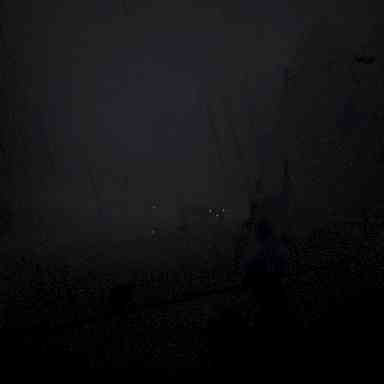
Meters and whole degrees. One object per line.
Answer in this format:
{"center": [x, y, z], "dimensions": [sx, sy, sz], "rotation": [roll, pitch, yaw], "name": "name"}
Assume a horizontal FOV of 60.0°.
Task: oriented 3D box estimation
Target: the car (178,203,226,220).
{"center": [0.800, 1.606, 28.870], "dimensions": [1.895, 1.301, 4.718], "rotation": [0, 0, -35], "name": "car"}

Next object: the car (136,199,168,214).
{"center": [-4.494, 1.530, 36.299], "dimensions": [1.812, 1.442, 4.674], "rotation": [0, 0, -35], "name": "car"}

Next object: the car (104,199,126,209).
{"center": [-10.239, 1.568, 44.390], "dimensions": [1.994, 1.385, 4.181], "rotation": [0, 0, -35], "name": "car"}
